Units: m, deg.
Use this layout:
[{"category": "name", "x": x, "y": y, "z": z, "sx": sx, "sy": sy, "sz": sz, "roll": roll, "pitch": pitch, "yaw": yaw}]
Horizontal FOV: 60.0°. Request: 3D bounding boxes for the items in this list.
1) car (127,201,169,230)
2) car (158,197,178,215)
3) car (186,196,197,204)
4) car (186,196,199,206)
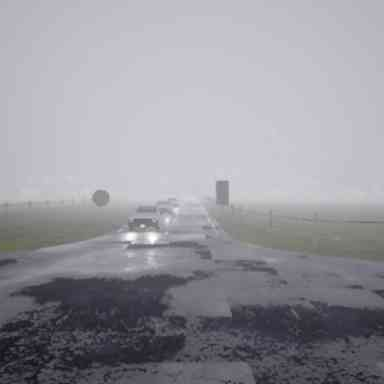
[{"category": "car", "x": -2.834, "y": 1.532, "z": 21.398, "sx": 2.033, "sy": 1.411, "sz": 5.357, "roll": 0, "pitch": 0, "yaw": -1}, {"category": "car", "x": -2.866, "y": 1.520, "z": 33.865, "sx": 2.033, "sy": 1.411, "sz": 5.357, "roll": 0, "pitch": 0, "yaw": 0}, {"category": "car", "x": -0.033, "y": 1.502, "z": 63.428, "sx": 1.994, "sy": 1.385, "sz": 4.181, "roll": 0, "pitch": 0, "yaw": 0}, {"category": "car", "x": 0.024, "y": 1.475, "z": 53.630, "sx": 1.812, "sy": 1.442, "sz": 4.674, "roll": 0, "pitch": 0, "yaw": 1}]
